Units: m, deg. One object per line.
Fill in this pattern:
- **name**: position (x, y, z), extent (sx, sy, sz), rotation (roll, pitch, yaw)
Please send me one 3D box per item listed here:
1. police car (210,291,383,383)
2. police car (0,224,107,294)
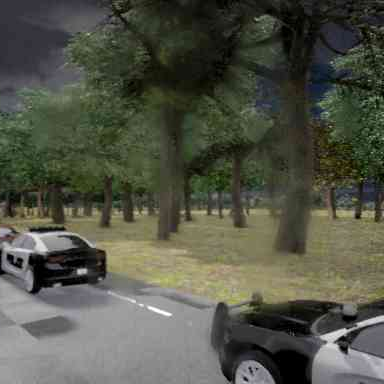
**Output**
- **police car**: position (2.398, 1.658, 3.177), extent (1.930, 1.638, 5.238), rotation (4, -4, -44)
- **police car**: position (-4.593, 1.877, 10.327), extent (1.930, 1.638, 5.238), rotation (4, -4, -44)
